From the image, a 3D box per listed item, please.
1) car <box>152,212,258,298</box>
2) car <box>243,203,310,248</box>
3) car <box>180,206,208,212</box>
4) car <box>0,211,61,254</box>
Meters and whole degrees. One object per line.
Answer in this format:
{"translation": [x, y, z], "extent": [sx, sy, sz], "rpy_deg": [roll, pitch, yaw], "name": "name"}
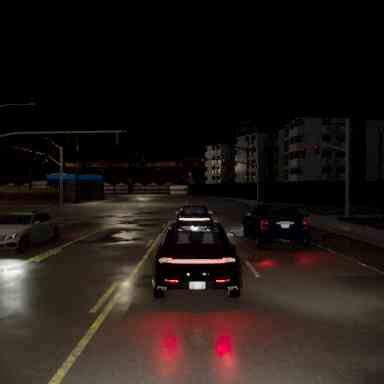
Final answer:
{"translation": [0.104, 1.502, 8.541], "extent": [2.128, 1.511, 4.902], "rpy_deg": [0, 0, 0], "name": "car"}
{"translation": [3.612, 1.344, 14.985], "extent": [2.097, 1.767, 4.553], "rpy_deg": [0, 0, 0], "name": "car"}
{"translation": [0.115, 1.479, 17.954], "extent": [2.128, 1.511, 4.902], "rpy_deg": [0, 0, 0], "name": "car"}
{"translation": [-7.046, 1.542, 13.842], "extent": [1.812, 1.442, 4.674], "rpy_deg": [0, 0, 1], "name": "car"}
